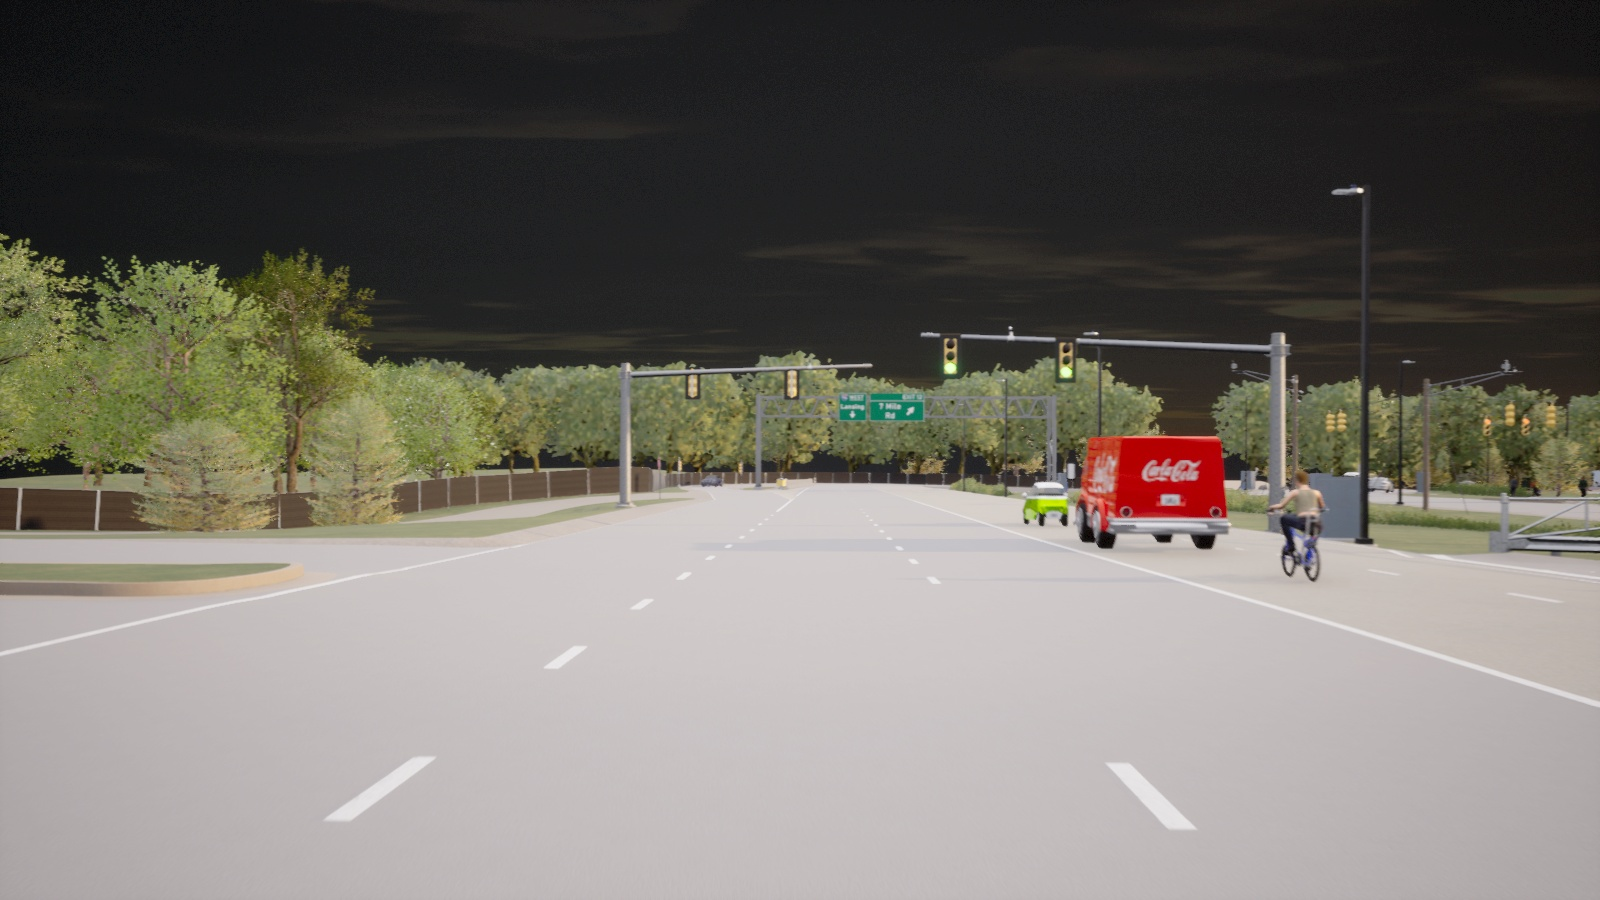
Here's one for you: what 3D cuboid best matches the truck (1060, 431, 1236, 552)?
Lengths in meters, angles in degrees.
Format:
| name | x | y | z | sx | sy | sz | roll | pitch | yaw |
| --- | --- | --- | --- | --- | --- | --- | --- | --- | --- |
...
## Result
| name | x | y | z | sx | sy | sz | roll | pitch | yaw |
| --- | --- | --- | --- | --- | --- | --- | --- | --- | --- |
| truck | 7.682 | 0.882 | 28.420 | 2.627 | 2.467 | 5.204 | 0 | -1 | 1 |

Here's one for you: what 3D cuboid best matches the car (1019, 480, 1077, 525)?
| name | x | y | z | sx | sy | sz | roll | pitch | yaw |
| --- | --- | --- | --- | --- | --- | --- | --- | --- | --- |
| car | 7.960 | 1.658 | 40.412 | 1.481 | 1.376 | 2.207 | 0 | -1 | 1 |

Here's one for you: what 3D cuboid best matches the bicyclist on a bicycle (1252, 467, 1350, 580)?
| name | x | y | z | sx | sy | sz | roll | pitch | yaw |
| --- | --- | --- | --- | --- | --- | --- | --- | --- | --- |
| bicyclist on a bicycle | 7.457 | 1.068 | 18.769 | 0.866 | 1.612 | 1.509 | 0 | -1 | 2 |
